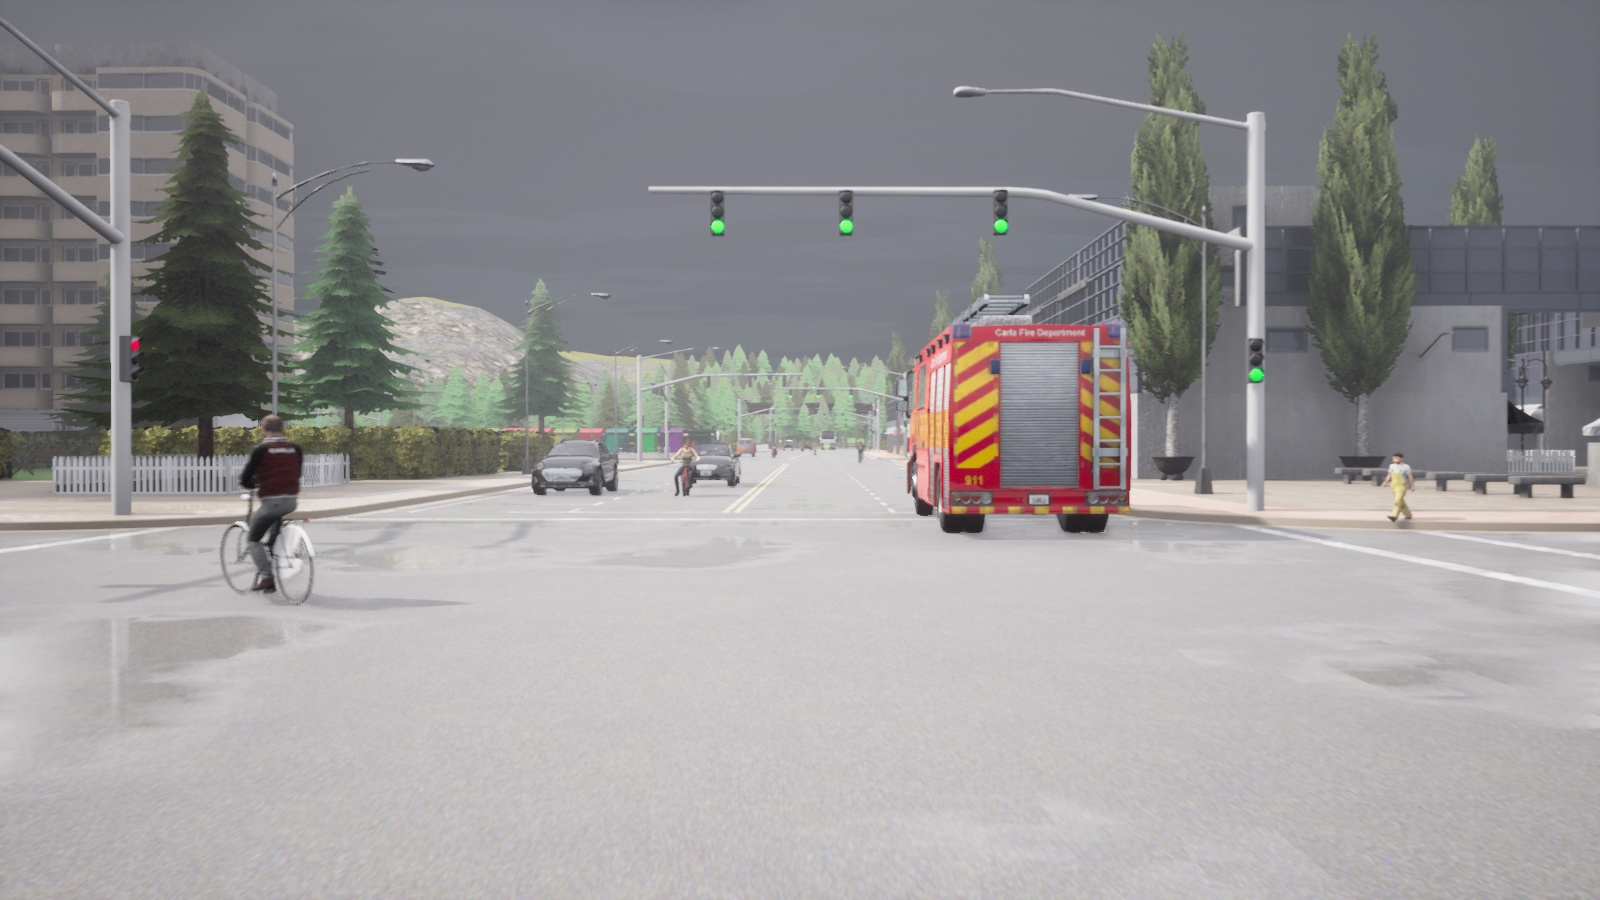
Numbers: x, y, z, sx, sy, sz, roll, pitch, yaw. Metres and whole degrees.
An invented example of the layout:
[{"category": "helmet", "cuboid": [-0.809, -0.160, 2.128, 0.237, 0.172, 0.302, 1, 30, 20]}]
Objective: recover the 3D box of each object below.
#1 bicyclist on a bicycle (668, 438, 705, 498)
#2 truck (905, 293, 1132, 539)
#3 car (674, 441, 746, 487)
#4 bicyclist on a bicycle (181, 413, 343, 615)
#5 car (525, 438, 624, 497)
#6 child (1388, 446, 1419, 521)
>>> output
[{"category": "bicyclist on a bicycle", "cuboid": [-3.146, 0.486, 34.882, 0.866, 1.612, 1.509, 0, 0, 1]}, {"category": "truck", "cuboid": [3.745, -0.550, 23.733, 2.891, 3.827, 8.468, 0, 0, 1]}, {"category": "car", "cuboid": [-3.067, 0.456, 43.839, 2.128, 1.511, 4.902, 0, 0, 1]}, {"category": "bicyclist on a bicycle", "cuboid": [-5.110, 0.548, 11.875, 1.843, 1.776, 0.659, 1, 2, 42]}, {"category": "car", "cuboid": [-6.628, 0.465, 37.369, 2.033, 1.649, 4.856, 0, 0, 1]}, {"category": "child", "cuboid": [10.331, 0.569, 21.508, 0.437, 1.263, 0.270, 0, 0, -29]}]
